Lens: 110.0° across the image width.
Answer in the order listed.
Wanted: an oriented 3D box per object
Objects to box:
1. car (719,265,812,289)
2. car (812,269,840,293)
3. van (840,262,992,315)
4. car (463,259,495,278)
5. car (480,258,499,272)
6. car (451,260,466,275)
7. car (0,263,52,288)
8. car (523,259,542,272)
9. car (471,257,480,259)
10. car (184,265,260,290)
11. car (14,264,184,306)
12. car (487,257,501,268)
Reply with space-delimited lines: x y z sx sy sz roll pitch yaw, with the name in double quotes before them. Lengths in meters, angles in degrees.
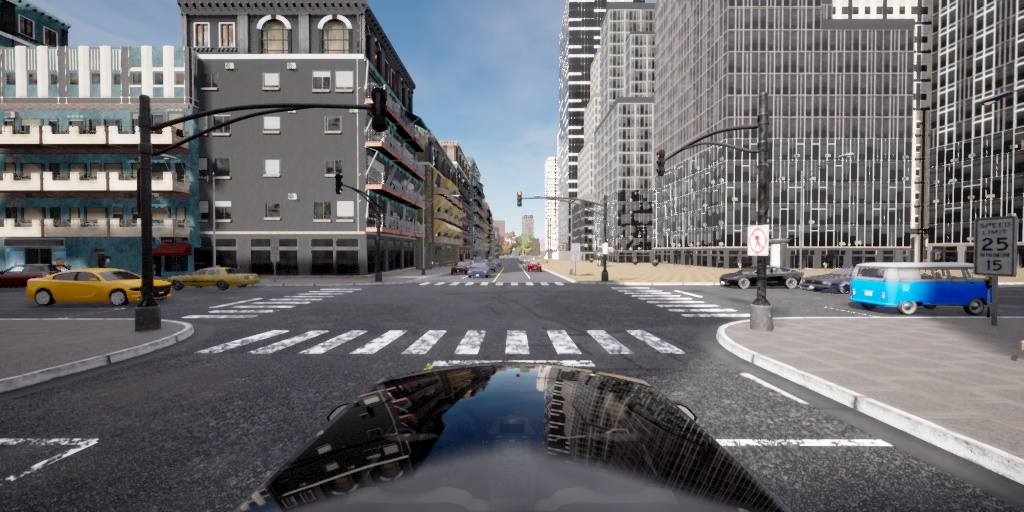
"car" 14.729 1.216 21.334 4.313 1.339 1.948 0 0 0
"car" 18.327 1.229 18.729 5.357 1.411 2.033 0 1 0
"van" 14.719 1.117 12.954 3.998 1.789 1.690 0 0 0
"car" -3.011 1.292 33.970 2.033 1.411 5.357 0 0 0
"car" -2.981 1.308 44.003 1.994 1.385 4.181 0 0 0
"car" -5.587 1.290 39.420 1.888 1.381 4.507 0 0 0
"car" -28.727 1.190 21.383 4.097 1.591 1.967 0 0 0
"car" 2.776 1.290 45.103 1.888 1.381 4.507 0 0 0
"car" -5.572 1.184 45.069 1.967 1.591 4.097 0 0 0
"car" -17.829 1.247 21.371 4.829 1.417 1.751 0 0 0
"car" -17.722 1.287 15.567 5.008 1.535 1.882 1 1 0
"car" -2.888 1.240 62.143 2.128 1.511 4.902 0 0 1
